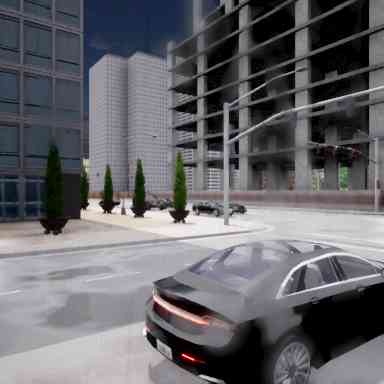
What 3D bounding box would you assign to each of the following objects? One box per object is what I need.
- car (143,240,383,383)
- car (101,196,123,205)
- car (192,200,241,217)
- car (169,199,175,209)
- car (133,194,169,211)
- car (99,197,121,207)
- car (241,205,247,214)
[{"bbox_3d":[1.662,1.492,5.040,4.902,1.511,2.128,0,0,-36],"label":"car"},{"bbox_3d":[-14.633,1.549,60.690,2.128,1.511,4.902,0,0,-36],"label":"car"},{"bbox_3d":[1.961,1.547,31.753,2.128,1.511,4.902,0,0,-36],"label":"car"},{"bbox_3d":[-3.863,1.533,45.722,1.882,1.535,5.008,0,0,-36],"label":"car"},{"bbox_3d":[-5.547,1.279,42.086,2.150,2.045,5.566,0,0,-36],"label":"car"},{"bbox_3d":[-13.013,1.656,52.402,1.895,1.301,4.718,0,0,-36],"label":"car"},{"bbox_3d":[3.819,1.619,35.150,1.994,1.385,4.181,0,0,-36],"label":"car"}]
